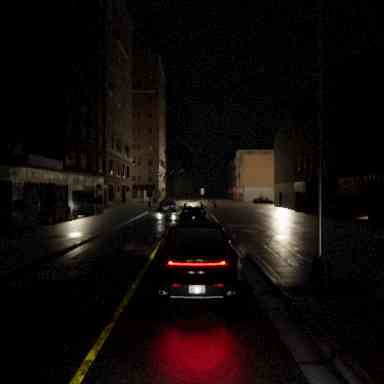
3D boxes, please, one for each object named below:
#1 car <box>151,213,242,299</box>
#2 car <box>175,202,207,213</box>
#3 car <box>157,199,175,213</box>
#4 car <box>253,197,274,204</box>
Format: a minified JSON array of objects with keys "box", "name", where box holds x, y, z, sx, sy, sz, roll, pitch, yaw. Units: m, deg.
[{"box":[0.102,1.500,8.404,1.837,1.490,4.892,0,0,0],"name":"car"},{"box":[0.101,1.479,24.183,2.128,1.511,4.902,0,0,0],"name":"car"},{"box":[-2.776,1.504,37.446,1.812,1.442,4.674,0,0,1],"name":"car"},{"box":[13.224,1.660,60.627,4.313,1.339,1.947,0,-1,0],"name":"car"}]
